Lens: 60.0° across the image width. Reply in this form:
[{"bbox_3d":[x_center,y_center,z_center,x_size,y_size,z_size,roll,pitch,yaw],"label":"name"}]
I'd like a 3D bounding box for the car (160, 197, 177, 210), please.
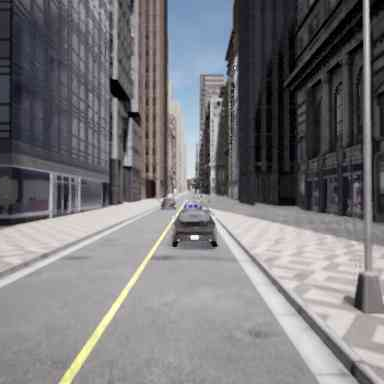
[{"bbox_3d":[-2.989,1.474,42.964,1.837,1.490,4.892,0,0,0],"label":"car"}]

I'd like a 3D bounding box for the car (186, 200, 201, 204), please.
[{"bbox_3d":[0.113,1.575,37.177,1.895,1.301,4.718,0,0,0],"label":"car"}]

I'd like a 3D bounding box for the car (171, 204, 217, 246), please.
[{"bbox_3d":[0.106,1.501,15.260,1.837,1.490,4.892,0,0,0],"label":"car"}]
